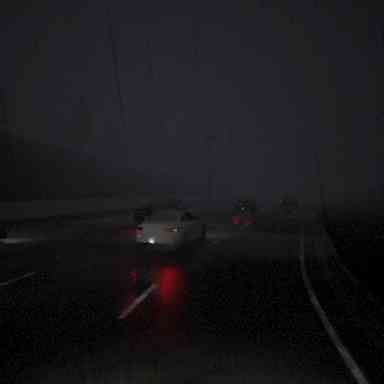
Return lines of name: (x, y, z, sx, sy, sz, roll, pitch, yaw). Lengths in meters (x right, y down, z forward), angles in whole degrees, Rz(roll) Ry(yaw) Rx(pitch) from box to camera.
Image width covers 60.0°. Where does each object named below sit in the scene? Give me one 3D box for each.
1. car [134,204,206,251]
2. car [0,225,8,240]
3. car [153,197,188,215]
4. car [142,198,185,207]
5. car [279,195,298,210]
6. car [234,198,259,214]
car: (-0.734, 1.429, 13.581, 1.812, 1.442, 4.674, 0, 0, 16)
car: (-8.937, 1.414, 11.189, 2.033, 1.411, 5.357, 0, 0, 15)
car: (-2.021, 1.293, 32.490, 1.812, 1.442, 4.674, 0, 0, 18)
car: (-1.930, 1.319, 21.517, 1.882, 1.535, 5.008, 0, 0, 18)
car: (11.866, 1.151, 40.889, 2.097, 1.767, 4.553, 0, 0, 18)
car: (5.387, 1.306, 32.532, 2.128, 1.511, 4.902, 0, 0, 18)
